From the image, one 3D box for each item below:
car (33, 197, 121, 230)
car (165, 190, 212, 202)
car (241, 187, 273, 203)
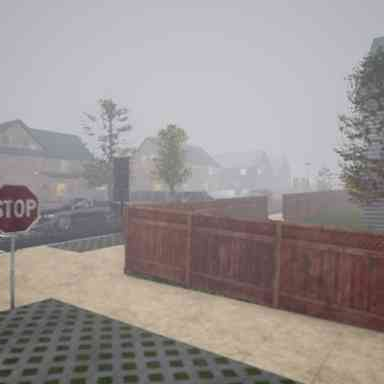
[{"bbox_3d":[-6.001,1.064,17.697,2.128,1.511,4.902,0,1,36],"label":"car"},{"bbox_3d":[-0.244,0.688,25.694,2.097,1.767,4.553,0,1,36],"label":"car"},{"bbox_3d":[7.001,0.392,35.740,2.097,1.767,4.553,0,1,36],"label":"car"}]
